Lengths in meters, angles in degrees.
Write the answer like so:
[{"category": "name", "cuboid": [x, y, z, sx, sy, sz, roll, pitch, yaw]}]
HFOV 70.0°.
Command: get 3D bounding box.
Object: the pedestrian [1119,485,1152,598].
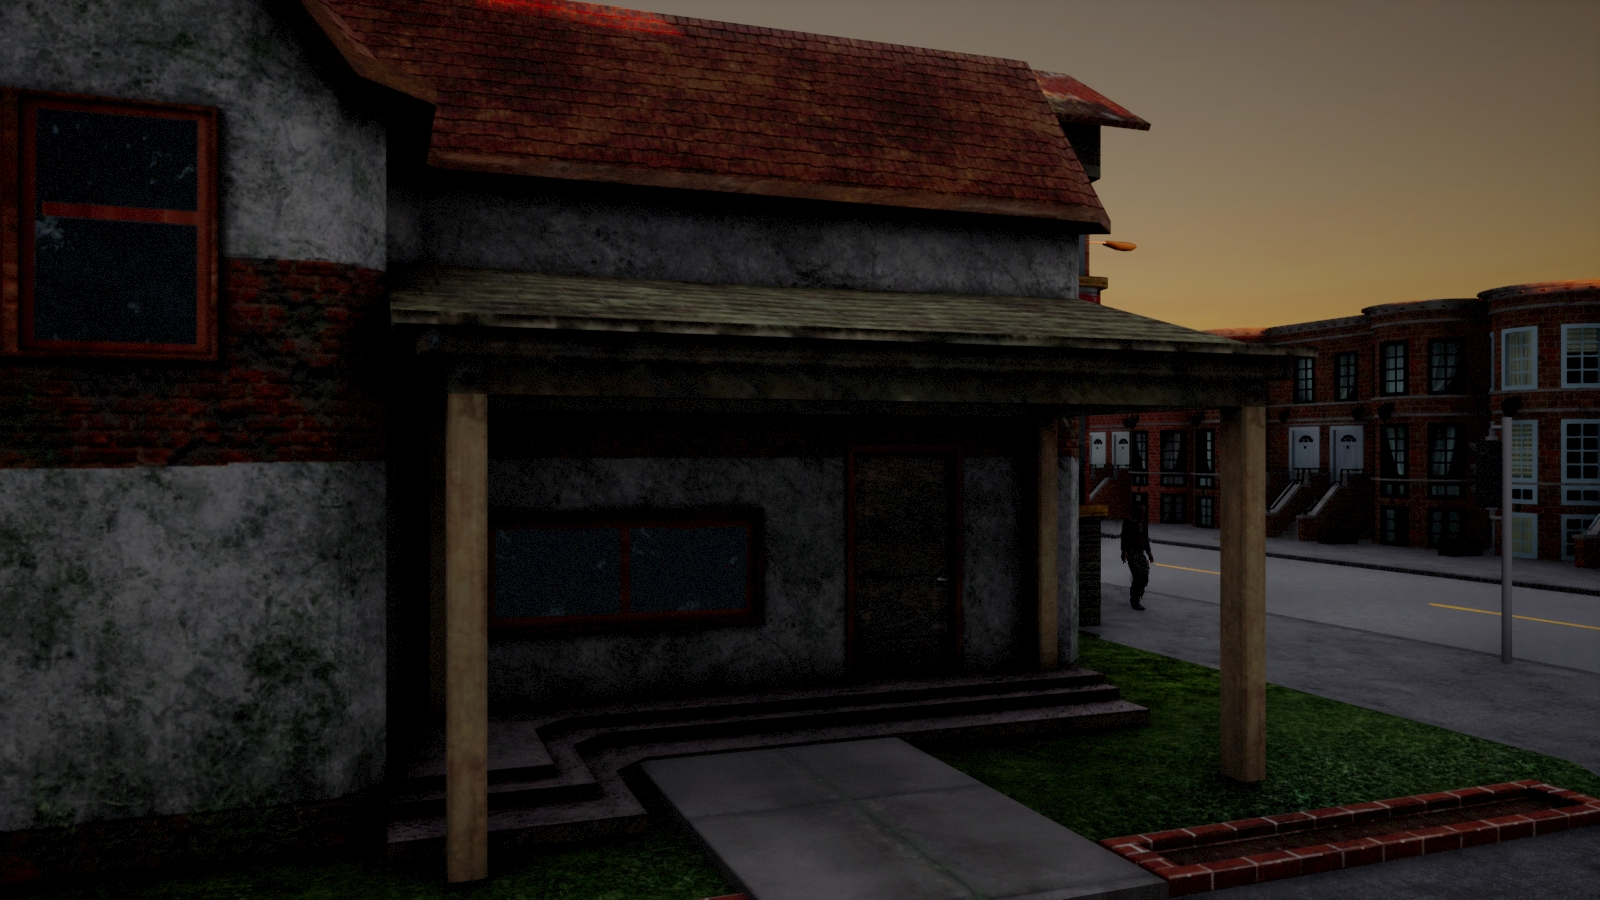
[{"category": "pedestrian", "cuboid": [5.632, 1.524, 19.159, 0.375, 1.860, 0.375, 0, 0, -27]}]
